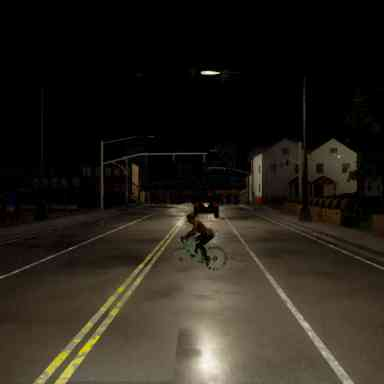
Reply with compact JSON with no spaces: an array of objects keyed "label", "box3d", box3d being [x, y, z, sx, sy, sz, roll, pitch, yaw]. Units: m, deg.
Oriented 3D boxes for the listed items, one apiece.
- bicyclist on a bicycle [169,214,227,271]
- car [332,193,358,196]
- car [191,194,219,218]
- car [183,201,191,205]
[{"label":"bicyclist on a bicycle","box3d":[0.150,1.455,9.486,1.656,1.620,0.582,-2,0,2]},{"label":"car","box3d":[22.149,1.221,49.906,5.566,2.045,2.150,0,0,2]},{"label":"car","box3d":[1.285,1.221,30.007,2.150,2.045,5.566,0,0,2]},{"label":"car","box3d":[-0.831,2.597,66.401,1.812,1.442,4.674,0,-8,3]}]
